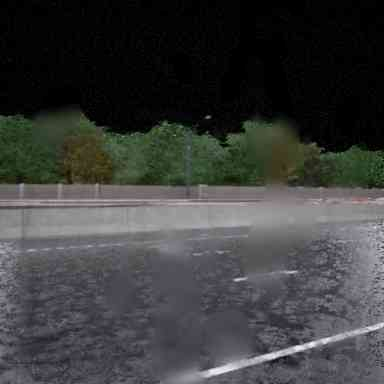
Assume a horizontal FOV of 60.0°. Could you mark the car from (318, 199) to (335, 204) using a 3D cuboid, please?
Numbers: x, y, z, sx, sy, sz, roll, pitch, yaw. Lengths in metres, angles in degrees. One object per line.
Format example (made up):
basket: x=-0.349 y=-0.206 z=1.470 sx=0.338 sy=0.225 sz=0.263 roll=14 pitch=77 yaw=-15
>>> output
car: x=20.110 y=1.678 z=47.491 sx=4.674 sy=1.442 sz=1.812 roll=0 pitch=0 yaw=-26

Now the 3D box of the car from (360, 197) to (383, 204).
car: x=23.588 y=1.690 z=41.407 sx=4.674 sy=1.442 sz=1.812 roll=0 pitch=0 yaw=-26

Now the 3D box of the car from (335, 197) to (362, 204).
car: x=22.006 y=1.512 z=44.528 sx=4.553 sy=1.767 sz=2.097 roll=0 pitch=0 yaw=-26
